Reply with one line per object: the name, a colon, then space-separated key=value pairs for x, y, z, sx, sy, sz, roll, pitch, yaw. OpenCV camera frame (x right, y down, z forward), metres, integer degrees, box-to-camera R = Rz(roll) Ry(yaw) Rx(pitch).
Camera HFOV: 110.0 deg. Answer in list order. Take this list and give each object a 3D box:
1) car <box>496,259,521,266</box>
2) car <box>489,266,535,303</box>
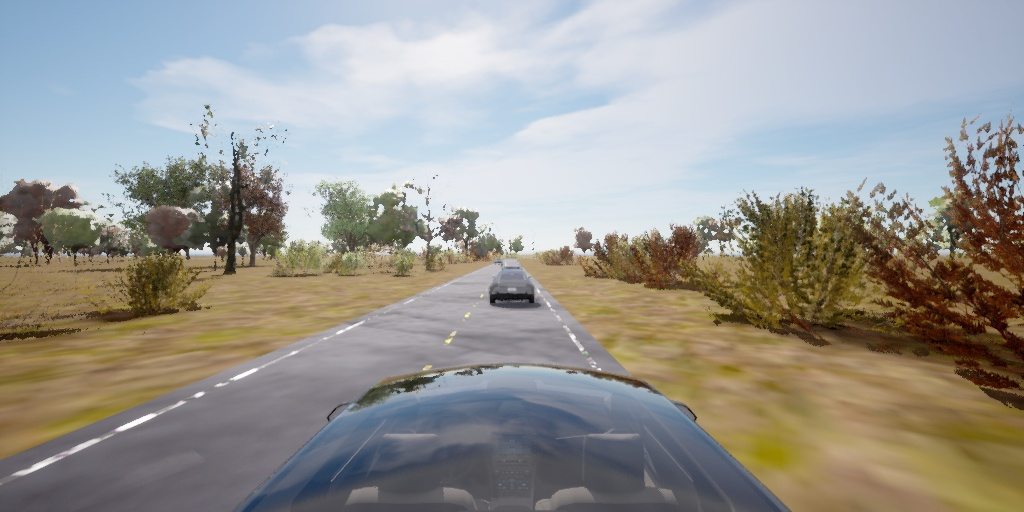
car: x=0.000 y=1.243 z=31.500 sx=2.128 sy=1.511 sz=4.902 roll=0 pitch=0 yaw=0
car: x=0.000 y=1.321 z=16.500 sx=1.994 sy=1.385 sz=4.181 roll=0 pitch=0 yaw=0
